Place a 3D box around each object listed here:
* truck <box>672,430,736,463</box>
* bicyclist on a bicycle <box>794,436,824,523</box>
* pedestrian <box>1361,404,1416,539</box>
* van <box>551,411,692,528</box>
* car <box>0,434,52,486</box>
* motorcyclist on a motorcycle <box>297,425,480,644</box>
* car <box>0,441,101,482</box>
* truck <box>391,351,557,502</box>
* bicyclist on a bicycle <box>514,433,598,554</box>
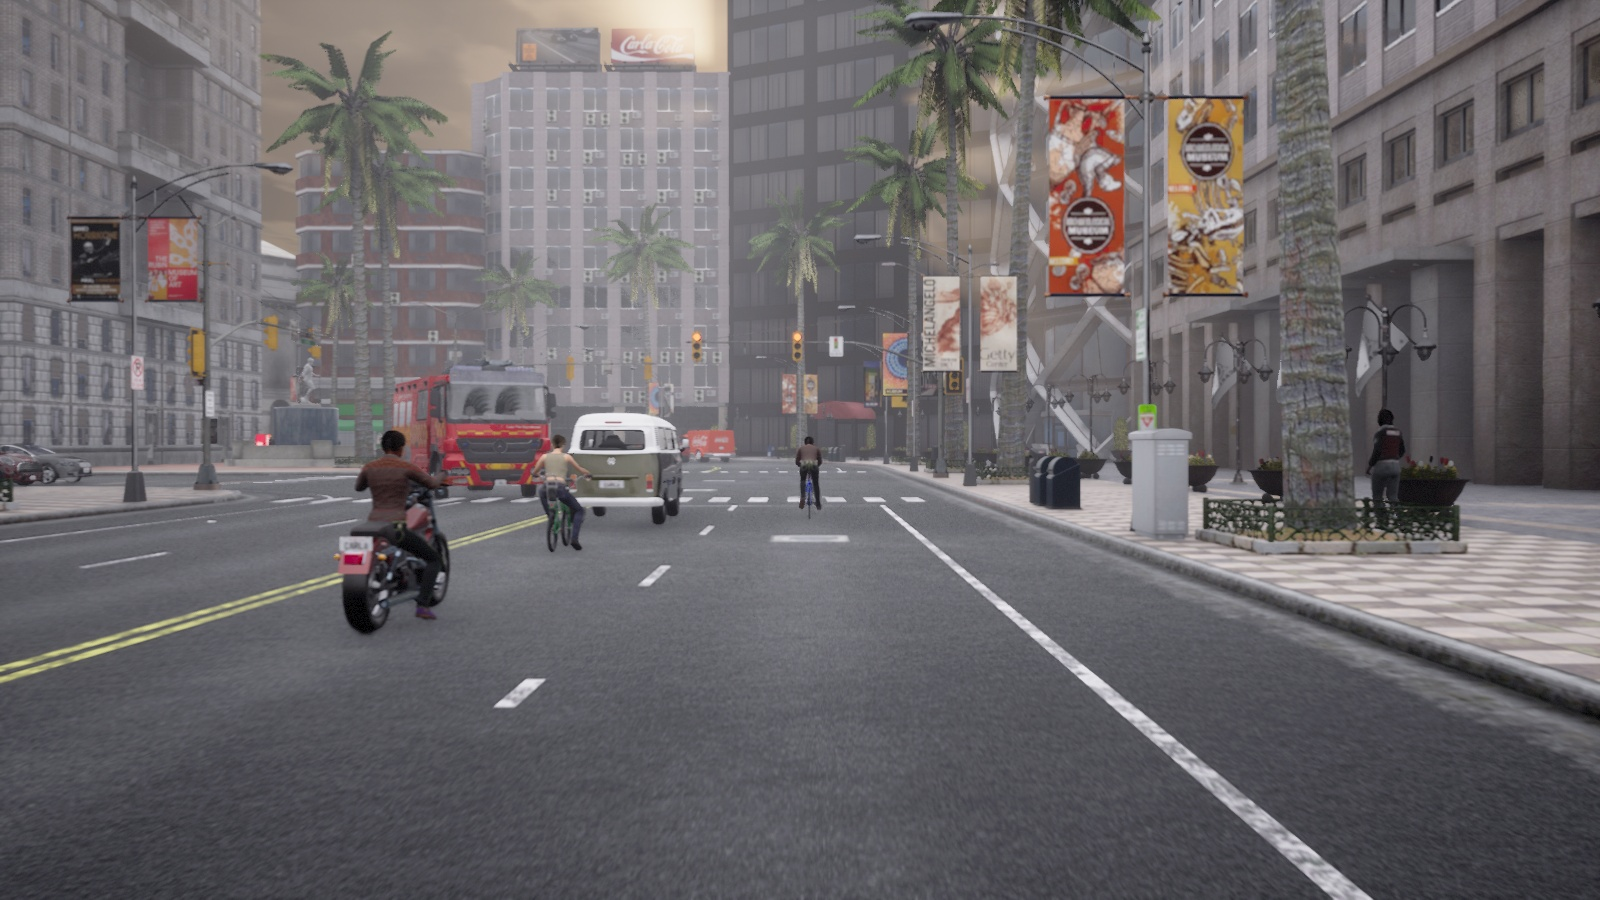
[{"bbox_3d":[-7.368,-0.288,96.046,2.627,2.467,5.204,0,0,-35],"label":"truck"},{"bbox_3d":[0.174,0.557,24.909,0.582,1.620,1.656,0,2,0],"label":"bicyclist on a bicycle"},{"bbox_3d":[8.592,0.307,18.353,0.402,1.930,0.666,0,0,-13],"label":"pedestrian"},{"bbox_3d":[-3.324,0.330,24.238,2.069,2.038,4.480,0,0,0],"label":"van"},{"bbox_3d":[-28.699,0.335,43.289,4.553,1.767,2.097,0,0,0],"label":"car"},{"bbox_3d":[-3.405,0.634,10.646,0.766,1.649,2.350,0,0,0],"label":"motorcyclist on a motorcycle"},{"bbox_3d":[-29.078,0.413,46.786,4.902,1.511,2.128,0,0,0],"label":"car"},{"bbox_3d":[-9.641,-0.632,36.337,2.891,3.827,8.468,0,0,-27],"label":"truck"},{"bbox_3d":[-3.371,0.581,17.506,0.866,1.612,1.509,0,0,1],"label":"bicyclist on a bicycle"}]
